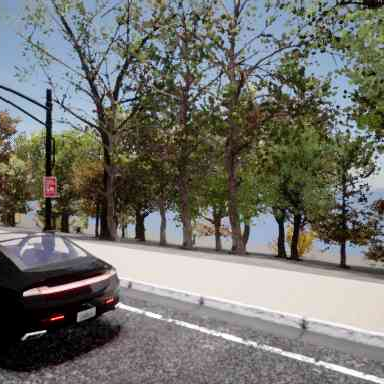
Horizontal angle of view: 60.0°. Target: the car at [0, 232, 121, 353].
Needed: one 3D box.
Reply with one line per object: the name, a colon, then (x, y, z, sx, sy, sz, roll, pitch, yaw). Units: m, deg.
car: (-3.403, 1.490, 6.093, 4.902, 1.511, 2.128, 0, 0, 37)
